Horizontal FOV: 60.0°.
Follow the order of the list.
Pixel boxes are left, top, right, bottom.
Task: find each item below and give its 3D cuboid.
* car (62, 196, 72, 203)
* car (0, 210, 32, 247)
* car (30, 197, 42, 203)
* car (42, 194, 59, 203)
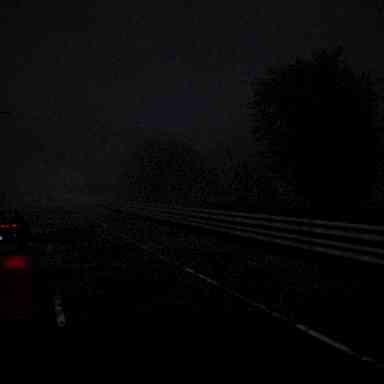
[{"bbox_3d":[-31.421,1.842,83.070,2.128,1.511,4.902,-1,0,-19],"label":"car"},{"bbox_3d":[-8.450,1.583,15.095,2.128,1.511,4.902,-1,0,-24],"label":"car"},{"bbox_3d":[-37.868,1.998,80.298,1.994,1.385,4.181,-1,0,-19],"label":"car"},{"bbox_3d":[-34.467,1.603,81.153,2.150,2.045,5.566,-1,0,-19],"label":"car"}]
